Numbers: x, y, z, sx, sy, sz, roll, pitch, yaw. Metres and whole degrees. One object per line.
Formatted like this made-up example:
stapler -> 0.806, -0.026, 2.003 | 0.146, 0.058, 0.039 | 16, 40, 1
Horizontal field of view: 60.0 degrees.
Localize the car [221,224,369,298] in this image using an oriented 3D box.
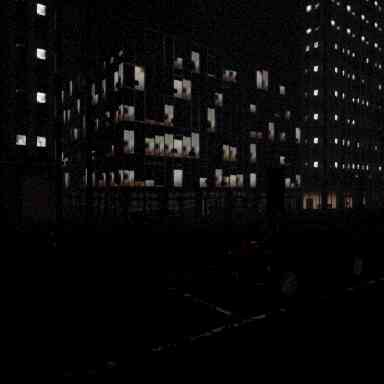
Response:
car -> 2.756, 1.545, 8.530 | 4.507, 1.381, 1.887 | 0, 0, -36
